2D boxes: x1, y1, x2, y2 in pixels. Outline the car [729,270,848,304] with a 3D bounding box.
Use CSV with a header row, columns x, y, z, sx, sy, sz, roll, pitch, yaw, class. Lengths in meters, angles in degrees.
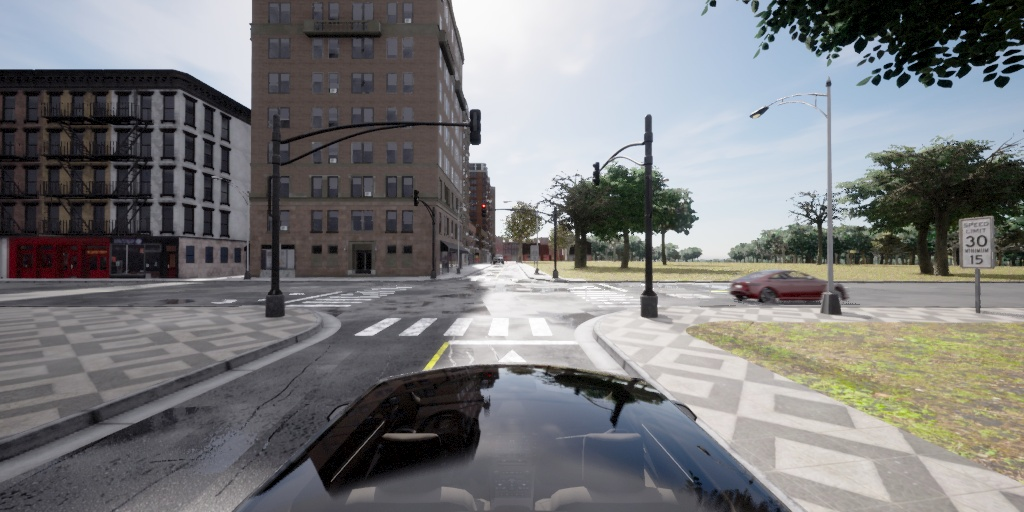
x,y,z,sx,sy,sz,roll,pitch,yaw,class
11.746,1.282,15.418,4.181,1.385,1.994,0,-1,0,car
